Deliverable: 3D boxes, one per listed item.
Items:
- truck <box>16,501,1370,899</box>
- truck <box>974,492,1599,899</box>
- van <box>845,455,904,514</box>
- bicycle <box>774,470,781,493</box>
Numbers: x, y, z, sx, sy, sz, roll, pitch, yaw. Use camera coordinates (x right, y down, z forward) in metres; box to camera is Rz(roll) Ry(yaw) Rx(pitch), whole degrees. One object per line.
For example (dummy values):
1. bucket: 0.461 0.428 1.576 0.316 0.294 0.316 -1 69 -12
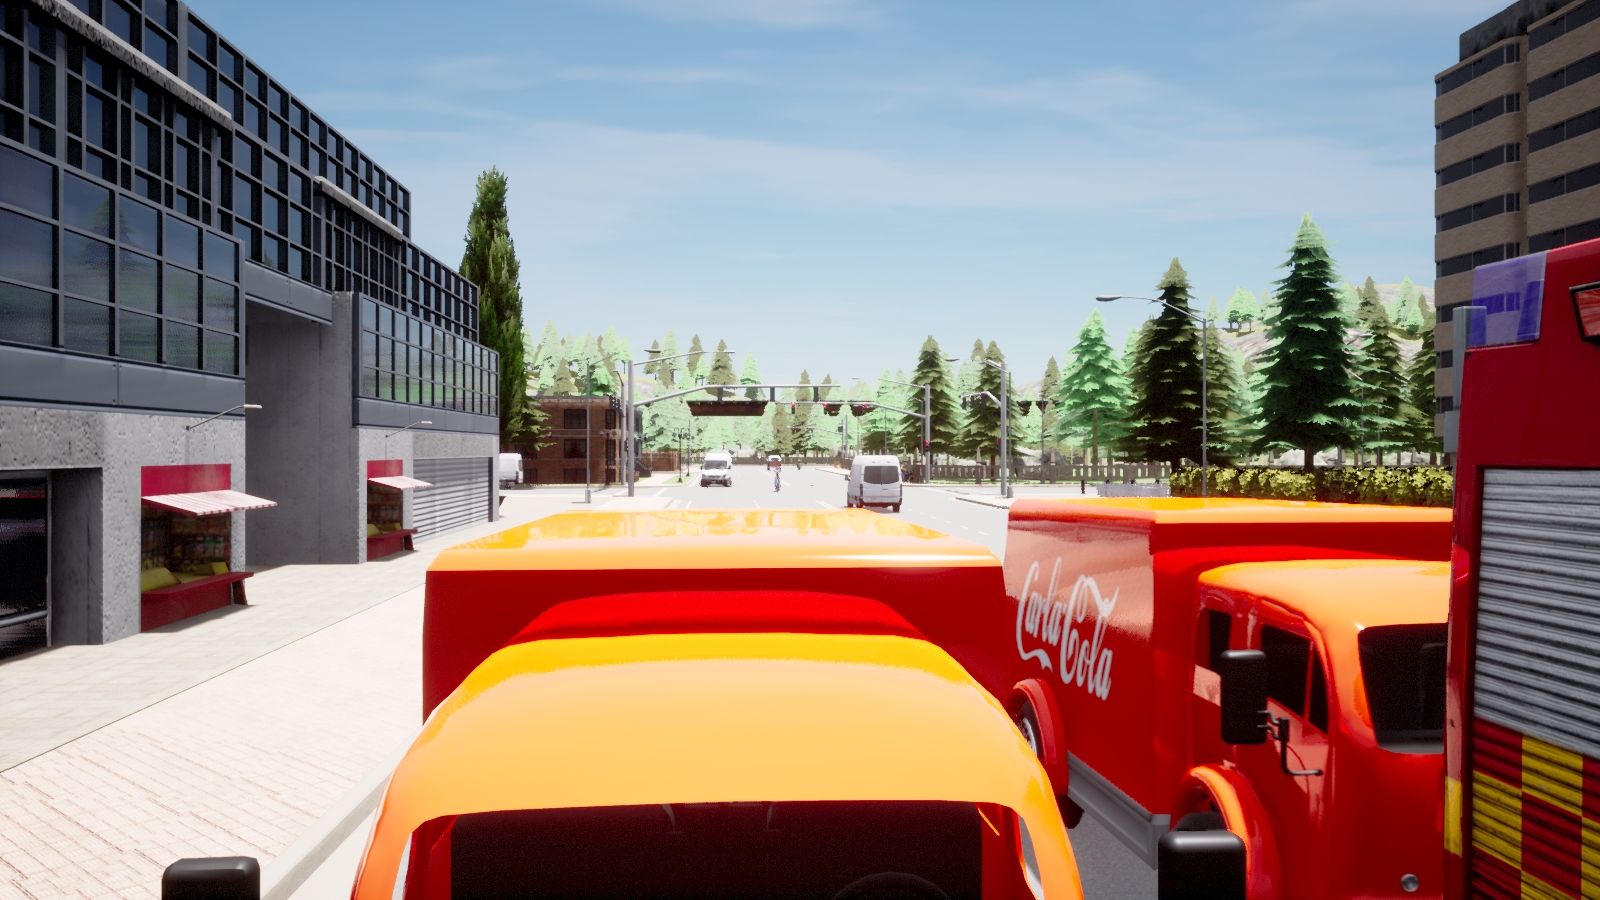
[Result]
1. truck: -0.347 1.568 4.820 2.627 2.467 5.204 0 0 -4
2. truck: 2.993 1.577 7.382 2.627 2.467 5.204 0 -1 -4
3. van: 3.411 1.534 53.444 1.988 2.561 5.915 0 0 -4
4. bicycle: -1.466 2.056 74.610 0.373 1.496 1.643 0 0 -3
